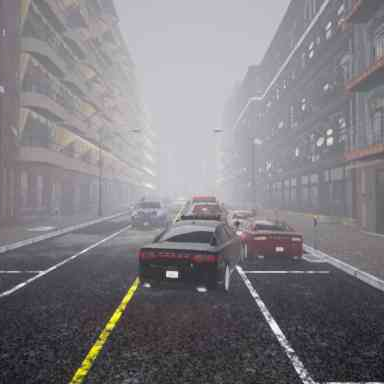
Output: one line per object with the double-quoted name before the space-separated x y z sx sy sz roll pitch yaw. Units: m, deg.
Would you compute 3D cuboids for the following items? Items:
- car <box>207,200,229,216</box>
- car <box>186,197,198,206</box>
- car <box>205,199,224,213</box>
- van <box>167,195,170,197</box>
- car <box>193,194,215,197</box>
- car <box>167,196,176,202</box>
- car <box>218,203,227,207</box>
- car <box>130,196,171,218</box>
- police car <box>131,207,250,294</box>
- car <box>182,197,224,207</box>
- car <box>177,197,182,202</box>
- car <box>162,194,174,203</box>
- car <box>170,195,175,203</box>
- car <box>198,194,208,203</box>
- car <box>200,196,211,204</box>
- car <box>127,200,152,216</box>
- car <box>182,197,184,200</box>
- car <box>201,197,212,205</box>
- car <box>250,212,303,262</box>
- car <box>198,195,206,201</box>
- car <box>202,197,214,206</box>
"car" 2.611 1.591 34.160 1.887 1.381 4.507 1 0 0
"car" 0.048 1.606 59.428 2.128 1.511 4.902 0 0 0
"car" 2.615 1.609 39.692 2.008 1.369 4.403 1 0 0
"van" -5.246 1.446 56.353 1.690 1.788 3.998 1 0 0
"car" 0.844 1.252 24.743 2.150 2.045 5.566 0 0 0
"car" -5.230 1.780 84.005 1.947 1.339 4.313 1 0 0
"car" 2.598 1.541 17.740 1.752 1.417 4.829 1 0 0
"car" -2.833 1.375 22.824 2.097 1.767 4.553 0 0 0
"police car" 0.282 1.431 9.089 1.930 1.638 5.238 0 0 15
"car" 0.703 1.368 18.633 2.097 1.767 4.553 0 0 -3
"car" -2.683 1.810 82.873 1.895 1.301 4.718 0 0 0
"car" -5.232 1.482 72.943 2.192 1.841 5.009 1 0 0
"car" -5.237 1.460 67.413 2.192 1.841 5.009 1 0 0
"car" 2.618 1.504 78.408 2.192 1.841 5.009 1 0 0
"car" 2.648 1.585 67.346 1.967 1.590 4.097 1 0 0
"car" -5.269 1.571 34.060 1.752 1.417 4.829 2 0 0
"car" 0.045 1.635 45.245 1.994 1.385 4.181 0 0 1
"car" 2.634 1.668 61.814 1.887 1.381 4.507 1 0 0
"car" 2.593 1.554 12.038 1.887 1.381 4.507 1 0 0
"car" 2.624 1.681 89.471 1.967 1.590 4.097 1 0 0
"car" 2.629 1.649 56.284 1.887 1.381 4.507 1 0 0
